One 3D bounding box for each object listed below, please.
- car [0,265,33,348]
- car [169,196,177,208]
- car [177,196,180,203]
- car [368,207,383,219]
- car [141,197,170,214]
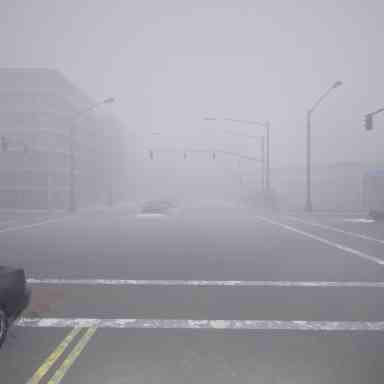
[{"bbox_3d":[-3.598,1.547,3.254,2.033,1.411,5.357,0,0,0],"label":"car"},{"bbox_3d":[-3.565,1.478,48.642,1.882,1.535,5.008,0,1,0],"label":"car"},{"bbox_3d":[-3.480,1.478,66.725,1.882,1.535,5.008,0,0,1],"label":"car"},{"bbox_3d":[16.420,1.564,26.479,4.181,1.385,1.994,0,0,0],"label":"car"},{"bbox_3d":[-3.878,1.556,34.628,1.994,1.385,4.181,0,0,5],"label":"car"}]
